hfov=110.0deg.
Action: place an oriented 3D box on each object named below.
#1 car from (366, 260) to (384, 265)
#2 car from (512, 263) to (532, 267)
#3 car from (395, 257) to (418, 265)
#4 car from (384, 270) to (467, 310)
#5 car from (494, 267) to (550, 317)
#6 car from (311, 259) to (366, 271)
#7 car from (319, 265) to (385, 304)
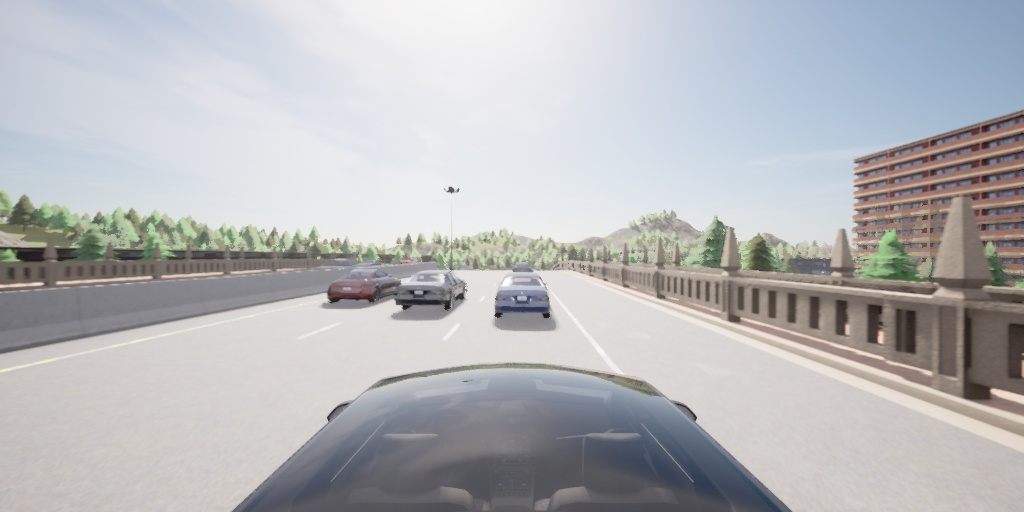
[{"bbox_3d":[-19.715,1.297,50.574,2.033,1.411,5.357,0,-1,2],"label":"car"},{"bbox_3d":[0.982,1.322,35.307,1.994,1.385,4.181,0,0,2],"label":"car"},{"bbox_3d":[-16.075,1.144,55.213,2.150,2.045,5.566,0,-3,2],"label":"car"},{"bbox_3d":[-3.089,1.284,14.640,2.033,1.411,5.357,0,0,2],"label":"car"},{"bbox_3d":[0.370,1.300,13.133,2.033,1.411,5.357,0,0,2],"label":"car"},{"bbox_3d":[-13.421,1.043,27.474,2.097,1.767,4.553,0,0,2],"label":"car"},{"bbox_3d":[-6.534,1.285,16.325,1.994,1.385,4.181,0,0,1],"label":"car"}]
